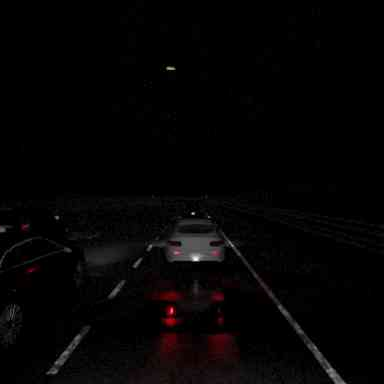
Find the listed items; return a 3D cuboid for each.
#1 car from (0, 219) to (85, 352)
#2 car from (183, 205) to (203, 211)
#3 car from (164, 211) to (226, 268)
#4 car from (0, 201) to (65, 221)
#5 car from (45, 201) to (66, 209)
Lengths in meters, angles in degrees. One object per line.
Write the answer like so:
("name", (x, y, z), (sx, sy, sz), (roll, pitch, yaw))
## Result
("car", (-3.500, 1.512, 6.175), (2.128, 1.511, 4.902), (0, 0, 0))
("car", (0.099, 1.816, 29.908), (1.994, 1.385, 4.181), (0, -1, 0))
("car", (0.100, 1.576, 11.300), (1.812, 1.442, 4.674), (0, 0, 0))
("car", (-6.900, 1.425, 14.242), (2.097, 1.767, 4.553), (0, 0, 0))
("car", (-24.519, 2.304, 59.925), (1.812, 1.442, 4.674), (0, -1, 0))
